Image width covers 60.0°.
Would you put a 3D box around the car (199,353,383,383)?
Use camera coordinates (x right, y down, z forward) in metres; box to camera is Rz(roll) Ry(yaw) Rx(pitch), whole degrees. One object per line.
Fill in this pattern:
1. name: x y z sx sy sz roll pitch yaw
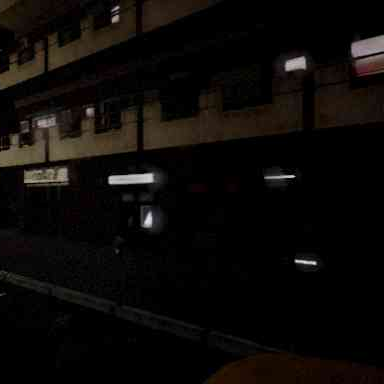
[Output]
1. car: 1.968 1.525 1.485 4.829 1.417 1.752 0 -1 35
